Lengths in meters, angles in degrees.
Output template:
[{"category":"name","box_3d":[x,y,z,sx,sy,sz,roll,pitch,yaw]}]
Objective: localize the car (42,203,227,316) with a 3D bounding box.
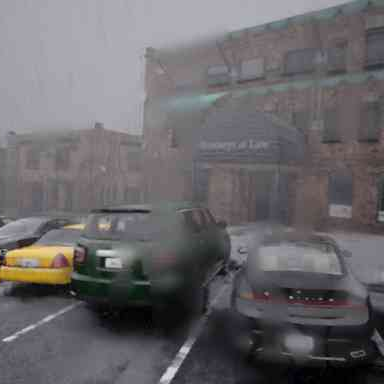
[{"category":"car","box_3d":[-0.514,1.271,7.852,2.435,2.045,5.566,-1,-1,16]}]

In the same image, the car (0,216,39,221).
[{"category":"car","box_3d":[-5.297,1.602,11.220,2.097,1.535,5.008,-1,-1,15]}]

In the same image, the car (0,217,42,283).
[{"category":"car","box_3d":[-2.857,1.557,9.694,1.946,1.575,5.366,-1,-1,15]}]

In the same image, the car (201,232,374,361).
[{"category":"car","box_3d":[1.868,1.490,6.113,2.231,1.521,4.892,-1,-1,15]}]
